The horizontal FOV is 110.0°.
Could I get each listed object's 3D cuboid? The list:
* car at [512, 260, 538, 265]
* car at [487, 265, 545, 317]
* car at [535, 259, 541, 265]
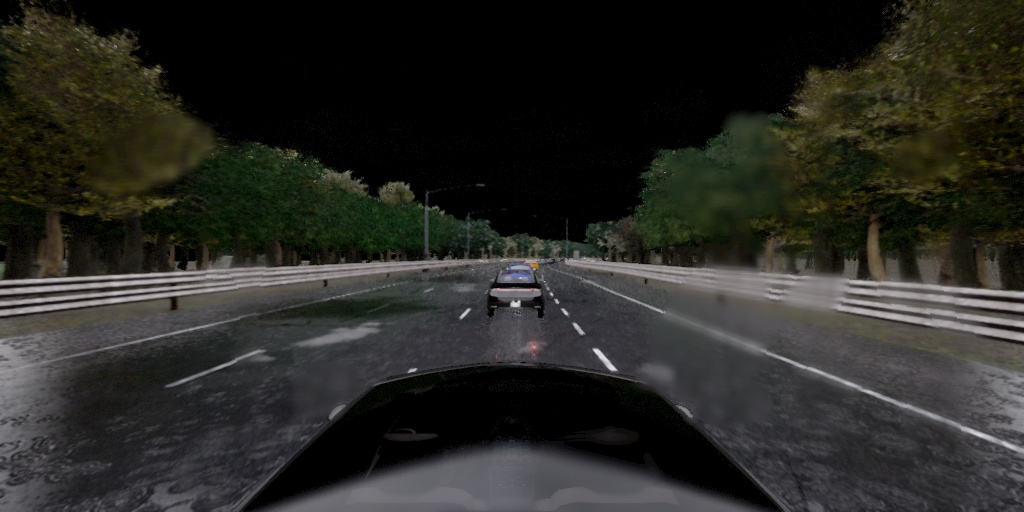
[{"bbox_3d":[0.605,1.251,24.710,1.882,1.535,5.008,0,0,3],"label":"car"},{"bbox_3d":[0.167,1.244,13.156,2.128,1.511,4.902,0,0,2],"label":"car"},{"bbox_3d":[2.791,1.282,52.129,1.882,1.535,5.008,0,0,6],"label":"car"}]
